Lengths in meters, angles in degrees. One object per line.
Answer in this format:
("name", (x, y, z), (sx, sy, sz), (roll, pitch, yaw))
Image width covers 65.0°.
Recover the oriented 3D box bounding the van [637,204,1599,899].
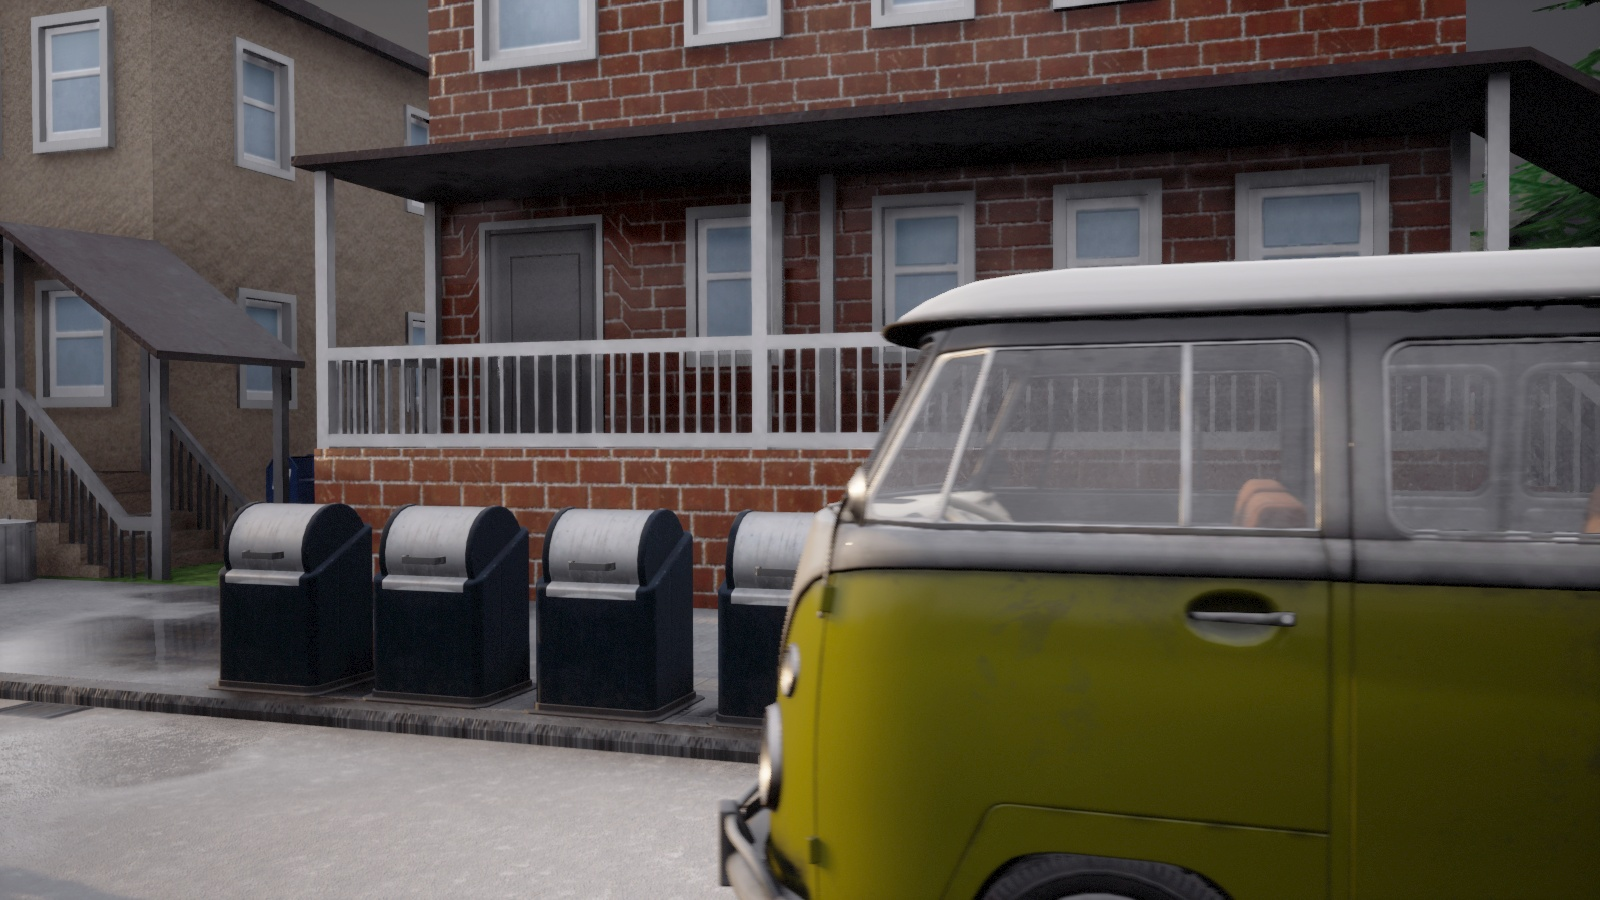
("van", (2.011, 0.538, 3.040), (4.442, 1.987, 1.775), (1, 1, 19))
